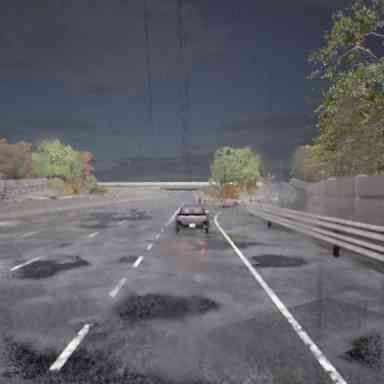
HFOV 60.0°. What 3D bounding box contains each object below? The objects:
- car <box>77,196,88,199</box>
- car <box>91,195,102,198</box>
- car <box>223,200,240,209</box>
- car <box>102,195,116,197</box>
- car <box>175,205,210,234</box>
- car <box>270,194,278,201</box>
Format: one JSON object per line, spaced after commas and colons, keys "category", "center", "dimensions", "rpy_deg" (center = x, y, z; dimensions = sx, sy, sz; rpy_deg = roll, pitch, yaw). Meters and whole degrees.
{"category": "car", "center": [-27.966, 1.652, 85.482], "dimensions": [1.812, 1.442, 4.674], "rpy_deg": [0, 0, 0]}
{"category": "car", "center": [-24.467, 1.483, 85.511], "dimensions": [2.097, 1.767, 4.553], "rpy_deg": [0, 0, 0]}
{"category": "car", "center": [6.606, 2.042, 55.383], "dimensions": [1.994, 1.385, 4.181], "rpy_deg": [0, -1, 22]}
{"category": "car", "center": [-20.966, 1.483, 85.510], "dimensions": [2.097, 1.767, 4.553], "rpy_deg": [0, 0, 0]}
{"category": "car", "center": [0.022, 1.517, 19.594], "dimensions": [2.128, 1.511, 4.902], "rpy_deg": [0, 0, 0]}
{"category": "car", "center": [22.732, 1.679, 91.642], "dimensions": [2.150, 2.045, 5.566], "rpy_deg": [0, 3, 21]}
